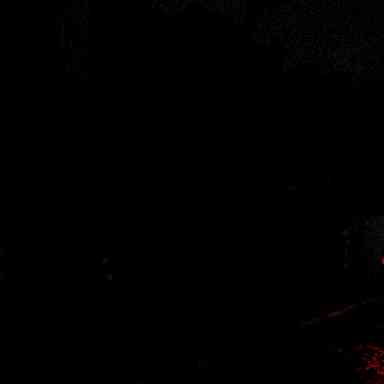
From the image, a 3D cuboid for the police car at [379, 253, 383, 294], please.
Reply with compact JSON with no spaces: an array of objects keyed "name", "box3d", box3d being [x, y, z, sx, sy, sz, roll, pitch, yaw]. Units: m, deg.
[{"name":"police car","box3d":[6.137,1.485,7.325,5.238,1.638,1.930,0,0,-36]}]
